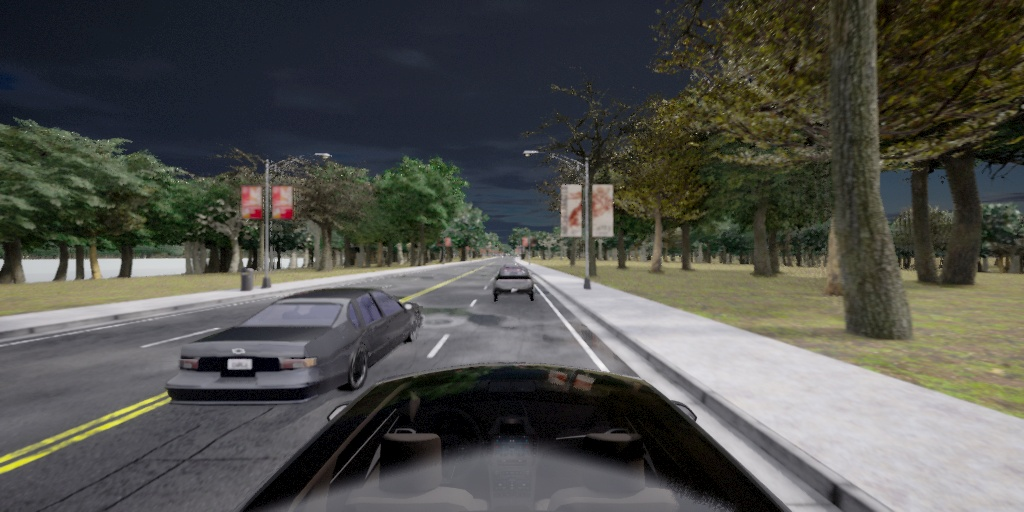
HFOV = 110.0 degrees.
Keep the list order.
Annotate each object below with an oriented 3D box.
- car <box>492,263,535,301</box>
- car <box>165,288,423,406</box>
[{"bbox_3d":[0.076,1.246,17.418,2.128,1.511,4.902,0,0,0],"label":"car"},{"bbox_3d":[-3.153,1.299,6.660,2.033,1.411,5.357,0,0,0],"label":"car"}]
